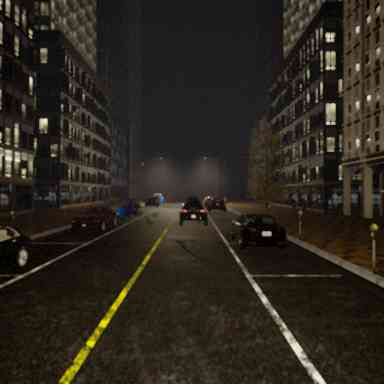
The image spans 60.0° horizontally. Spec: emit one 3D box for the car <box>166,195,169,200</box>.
[{"bbox_3d":[-5.677,1.430,59.595,1.947,1.339,4.313,0,0,0],"label":"car"}]

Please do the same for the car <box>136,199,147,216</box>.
[{"bbox_3d":[-5.682,1.516,31.134,1.802,1.307,4.206,0,0,0],"label":"car"}]

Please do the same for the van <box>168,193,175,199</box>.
[{"bbox_3d":[-5.670,1.114,93.747,1.690,1.788,3.998,0,0,0],"label":"van"}]

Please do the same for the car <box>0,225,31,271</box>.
[{"bbox_3d":[-5.686,1.534,8.365,2.008,1.369,4.403,0,0,0],"label":"car"}]

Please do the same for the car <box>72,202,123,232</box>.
[{"bbox_3d":[-5.684,1.504,19.749,1.887,1.381,4.507,0,0,0],"label":"car"}]

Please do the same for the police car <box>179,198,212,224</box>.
[{"bbox_3d":[0.105,1.451,24.243,2.038,1.542,4.974,0,0,0],"label":"police car"}]

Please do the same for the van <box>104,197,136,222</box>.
[{"bbox_3d":[-5.682,1.288,25.441,1.690,1.788,3.998,0,0,0],"label":"van"}]

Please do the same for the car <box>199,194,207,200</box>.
[{"bbox_3d":[2.709,1.244,82.345,1.967,1.590,4.097,0,0,0],"label":"car"}]

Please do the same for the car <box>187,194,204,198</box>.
[{"bbox_3d":[0.107,1.262,42.026,2.097,1.767,4.553,0,0,0],"label":"car"}]

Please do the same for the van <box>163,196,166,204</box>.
[{"bbox_3d":[-5.676,1.219,53.902,1.690,1.788,3.998,0,0,0],"label":"van"}]

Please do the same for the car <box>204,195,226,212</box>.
[{"bbox_3d":[2.701,1.361,36.809,1.967,1.590,4.097,0,0,0],"label":"car"}]

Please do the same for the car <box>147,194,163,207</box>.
[{"bbox_3d":[-5.678,1.333,48.209,1.967,1.590,4.097,0,0,0],"label":"car"}]

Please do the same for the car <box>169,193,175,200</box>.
[{"bbox_3d":[-5.672,1.330,82.192,1.752,1.417,4.829,0,0,0],"label":"car"}]

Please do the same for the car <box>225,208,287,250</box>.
[{"bbox_3d":[2.696,1.538,14.043,1.947,1.339,4.313,0,0,0],"label":"car"}]
